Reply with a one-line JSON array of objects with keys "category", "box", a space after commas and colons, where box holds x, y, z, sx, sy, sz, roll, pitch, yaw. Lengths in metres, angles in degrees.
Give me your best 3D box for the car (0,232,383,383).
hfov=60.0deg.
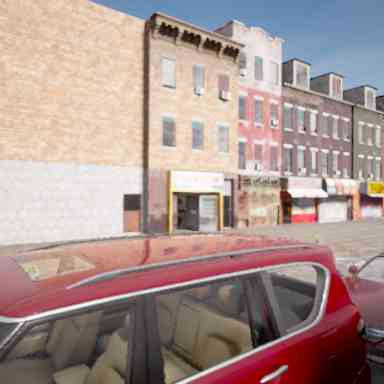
[{"category": "car", "box": [-0.759, 1.321, 2.271, 5.009, 1.841, 2.192, 1, -1, -35]}]
